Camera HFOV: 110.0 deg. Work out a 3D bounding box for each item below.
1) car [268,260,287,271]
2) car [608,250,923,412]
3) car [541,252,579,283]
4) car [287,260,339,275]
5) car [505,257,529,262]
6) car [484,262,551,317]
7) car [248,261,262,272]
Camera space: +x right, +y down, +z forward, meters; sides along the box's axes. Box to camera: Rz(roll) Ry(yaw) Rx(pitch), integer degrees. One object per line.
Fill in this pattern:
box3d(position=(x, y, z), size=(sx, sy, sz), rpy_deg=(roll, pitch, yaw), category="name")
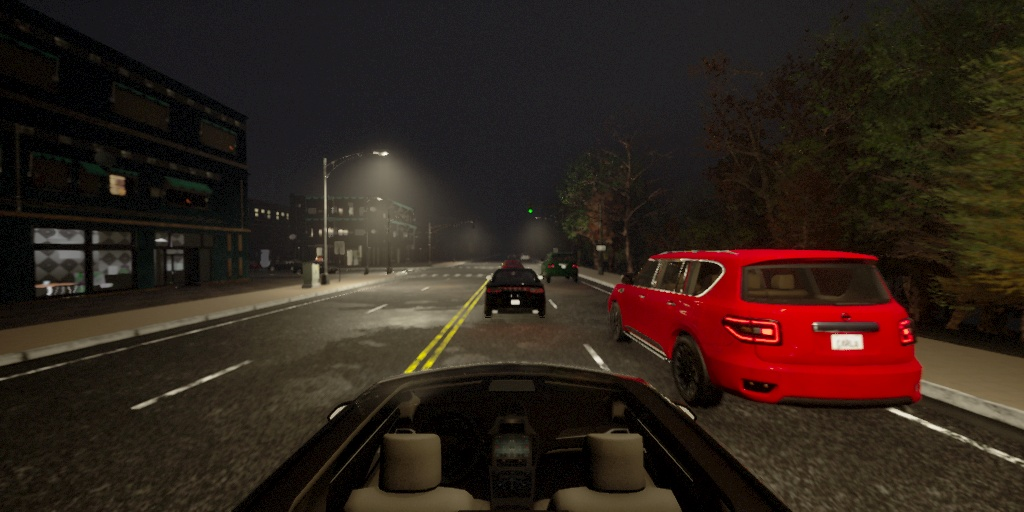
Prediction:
box3d(position=(-28.297, 1.196, 45.157), size=(4.403, 1.370, 2.007), rpy_deg=(0, 0, 0), category="car")
box3d(position=(3.359, 0.932, 6.261), size=(2.150, 2.045, 5.566), rpy_deg=(0, 0, 0), category="car")
box3d(position=(3.341, 0.766, 25.814), size=(2.150, 2.045, 5.566), rpy_deg=(0, 0, 0), category="car")
box3d(position=(-19.961, 1.271, 36.648), size=(4.313, 1.339, 1.948), rpy_deg=(0, 0, 0), category="car")
box3d(position=(0.047, 1.061, 26.964), size=(1.812, 1.442, 4.674), rpy_deg=(0, 1, -1), category="car")
box3d(position=(0.095, 1.135, 12.635), size=(1.882, 1.535, 5.008), rpy_deg=(0, 1, 0), category="car")
box3d(position=(-33.833, 1.290, 45.162), size=(4.207, 1.307, 1.802), rpy_deg=(0, 0, 0), category="car")
